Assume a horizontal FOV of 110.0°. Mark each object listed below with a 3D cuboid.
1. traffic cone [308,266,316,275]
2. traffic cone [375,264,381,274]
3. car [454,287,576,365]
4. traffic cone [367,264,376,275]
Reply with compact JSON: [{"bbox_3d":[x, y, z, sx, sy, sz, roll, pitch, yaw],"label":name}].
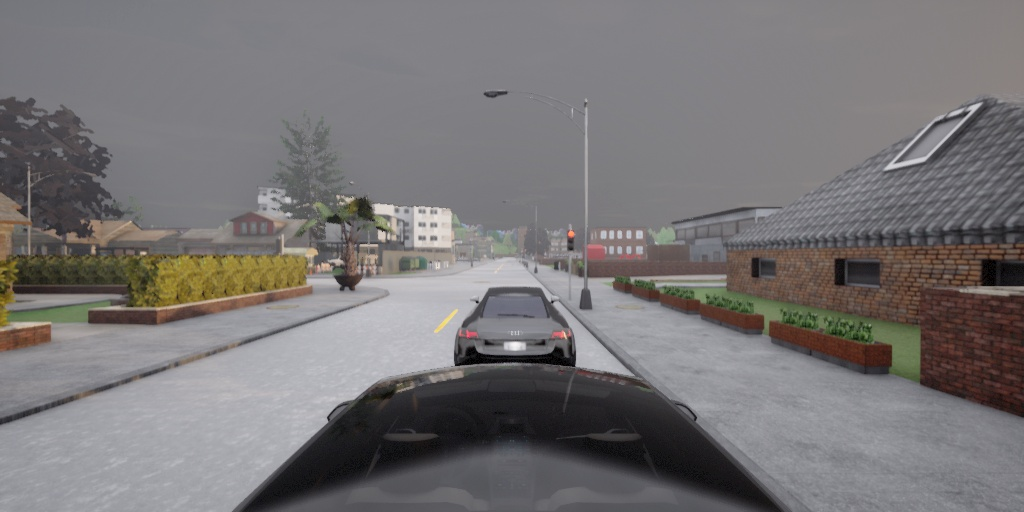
[{"bbox_3d":[-19.796,1.522,35.267,0.344,0.586,0.344,0,0,0],"label":"traffic cone"},{"bbox_3d":[-15.388,1.504,40.720,0.344,0.586,0.344,0,0,0],"label":"traffic cone"},{"bbox_3d":[0.059,1.306,7.332,1.994,1.385,4.181,0,0,0],"label":"car"},{"bbox_3d":[-15.749,1.508,40.151,0.344,0.586,0.344,0,0,0],"label":"traffic cone"}]
